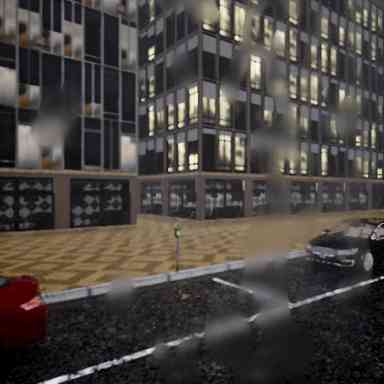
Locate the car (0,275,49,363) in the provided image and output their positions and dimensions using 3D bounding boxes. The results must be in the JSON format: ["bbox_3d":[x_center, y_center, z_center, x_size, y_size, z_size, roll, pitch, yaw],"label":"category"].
[{"bbox_3d":[-3.912,1.586,3.765,4.206,1.307,1.802,0,0,-35],"label":"car"}]

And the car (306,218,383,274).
[{"bbox_3d":[5.357,1.512,10.377,4.403,1.369,2.008,0,0,-36],"label":"car"}]
